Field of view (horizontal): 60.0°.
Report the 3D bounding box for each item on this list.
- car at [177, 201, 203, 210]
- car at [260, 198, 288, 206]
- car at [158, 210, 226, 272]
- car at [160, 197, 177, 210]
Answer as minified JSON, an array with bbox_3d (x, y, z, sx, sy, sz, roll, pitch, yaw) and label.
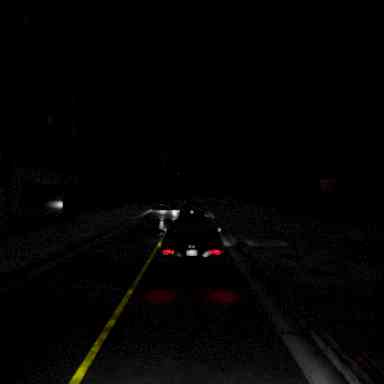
[{"bbox_3d":[0.011,1.530,27.981,1.994,1.385,4.181,0,0,0],"label":"car"},{"bbox_3d":[13.151,1.627,53.535,4.313,1.339,1.947,0,0,0],"label":"car"},{"bbox_3d":[0.009,1.535,10.653,2.033,1.411,5.357,0,0,0],"label":"car"},{"bbox_3d":[-2.848,1.452,41.602,1.837,1.490,4.892,0,0,0],"label":"car"}]
